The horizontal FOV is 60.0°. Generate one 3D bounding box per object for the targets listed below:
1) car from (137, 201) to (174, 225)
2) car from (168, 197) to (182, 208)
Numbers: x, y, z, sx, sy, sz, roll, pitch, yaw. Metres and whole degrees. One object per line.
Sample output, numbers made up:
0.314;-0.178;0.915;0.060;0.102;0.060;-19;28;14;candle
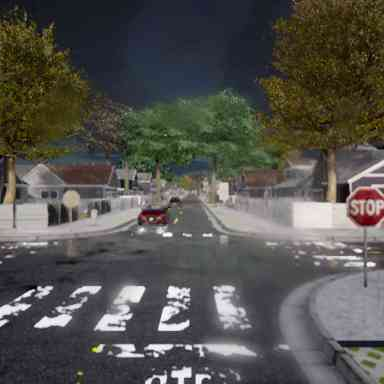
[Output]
-2.653;1.590;23.964;1.994;1.385;4.181;0;0;1;car
-2.521;1.530;50.112;1.837;1.490;4.892;0;0;0;car
